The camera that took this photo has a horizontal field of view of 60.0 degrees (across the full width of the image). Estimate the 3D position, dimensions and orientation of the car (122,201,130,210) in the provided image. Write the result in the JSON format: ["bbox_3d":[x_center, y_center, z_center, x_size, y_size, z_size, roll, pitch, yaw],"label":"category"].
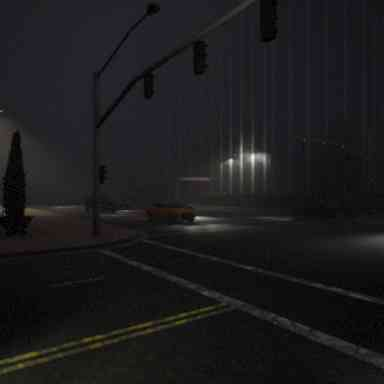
[{"bbox_3d":[-9.795,1.539,42.364,2.033,1.411,5.357,0,0,-36],"label":"car"}]

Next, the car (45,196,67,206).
[{"bbox_3d":[-22.525,1.486,54.110,2.128,1.511,4.902,0,0,-36],"label":"car"}]

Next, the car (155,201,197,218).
[{"bbox_3d":[-1.542,1.555,30.982,1.994,1.385,4.181,0,0,-36],"label":"car"}]

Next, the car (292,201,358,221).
[{"bbox_3d":[10.652,1.465,26.951,5.008,1.535,1.882,0,2,31],"label":"car"}]

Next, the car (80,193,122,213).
[{"bbox_3d":[-10.195,1.205,36.950,2.150,2.045,5.566,0,1,-36],"label":"car"}]

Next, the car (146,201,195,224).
[{"bbox_3d":[-1.716,1.471,25.269,1.882,1.535,5.008,0,0,-36],"label":"car"}]

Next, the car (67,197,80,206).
[{"bbox_3d":[-19.968,1.522,56.554,1.812,1.442,4.674,0,0,-36],"label":"car"}]
